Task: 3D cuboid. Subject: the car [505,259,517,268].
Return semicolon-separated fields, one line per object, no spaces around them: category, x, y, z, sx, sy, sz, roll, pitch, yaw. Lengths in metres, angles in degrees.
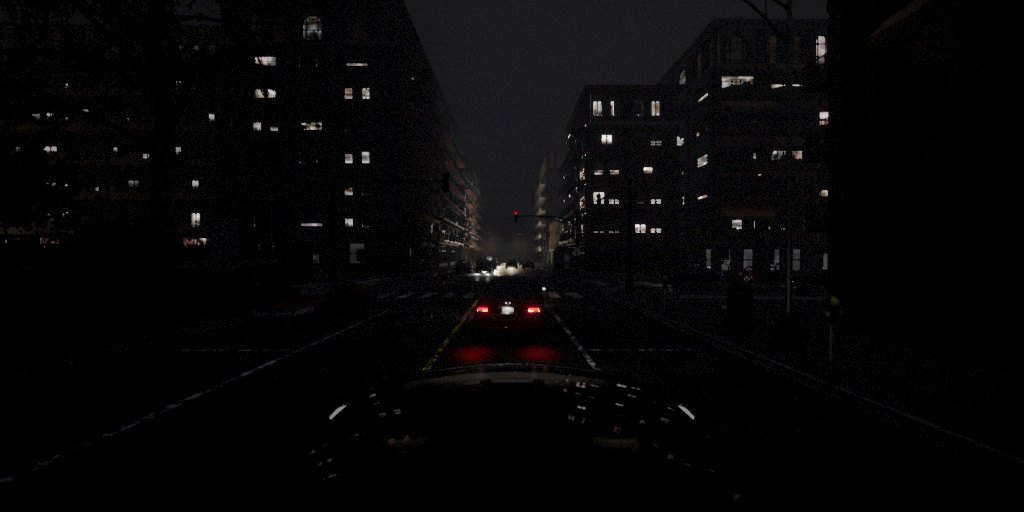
car;-0.082;1.273;60.027;1.812;1.442;4.674;0;0;0

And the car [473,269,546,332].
car;0.050;1.296;10.846;2.033;1.411;5.357;0;0;3

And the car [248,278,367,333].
car;-5.715;1.331;10.632;1.802;1.307;4.207;0;0;0

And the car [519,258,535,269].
car;2.528;1.298;54.341;2.007;1.370;4.403;0;0;0

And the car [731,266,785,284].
car;21.289;1.570;31.564;4.097;1.591;1.967;0;0;-1

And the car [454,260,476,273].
car;-5.817;1.187;43.042;1.967;1.591;4.097;0;0;0

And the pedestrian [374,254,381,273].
pedestrian;-12.812;0.651;34.013;0.375;1.860;0.375;0;-1;-1

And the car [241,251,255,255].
car;-18.670;0.675;25.190;5.566;2.045;2.150;1;0;-1

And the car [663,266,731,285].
car;14.594;1.551;28.899;4.674;1.442;1.812;1;0;-1

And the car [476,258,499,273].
car;-3.197;1.295;43.320;2.033;1.411;5.357;0;0;4

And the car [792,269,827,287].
car;24.901;1.809;29.057;4.718;1.301;1.895;1;0;-1
